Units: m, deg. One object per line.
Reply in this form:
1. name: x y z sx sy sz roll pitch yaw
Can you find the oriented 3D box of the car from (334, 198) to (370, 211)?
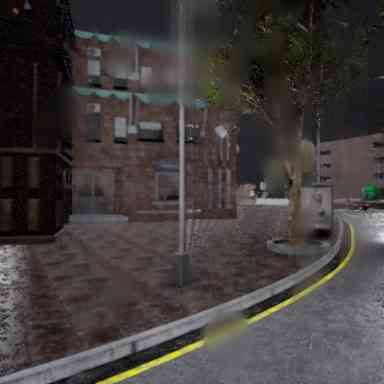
1. car: 16.313 1.251 34.520 1.895 1.301 4.718 0 1 -2
